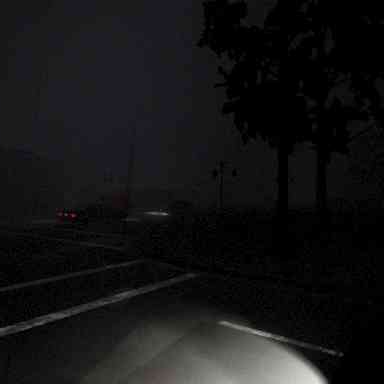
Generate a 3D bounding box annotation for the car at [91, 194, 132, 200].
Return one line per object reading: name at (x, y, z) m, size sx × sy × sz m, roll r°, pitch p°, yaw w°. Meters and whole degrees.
car at (-7.729, 1.222, 30.005) m, size 2.150 × 2.045 × 5.566 m, roll 0°, pitch 0°, yaw 35°

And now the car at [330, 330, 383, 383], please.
car at (2.951, 1.564, 1.868) m, size 4.181 × 1.385 × 1.994 m, roll 0°, pitch 0°, yaw 36°

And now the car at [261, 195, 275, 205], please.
car at (13.891, 1.347, 60.734) m, size 2.097 × 1.767 × 4.553 m, roll 0°, pitch 0°, yaw 7°

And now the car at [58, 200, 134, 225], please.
car at (-7.030, 1.554, 24.242) m, size 2.033 × 1.411 × 5.357 m, roll 0°, pitch 0°, yaw 33°

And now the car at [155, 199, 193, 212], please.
car at (-1.928, 1.547, 38.569) m, size 2.033 × 1.411 × 5.357 m, roll 0°, pitch 0°, yaw 34°
